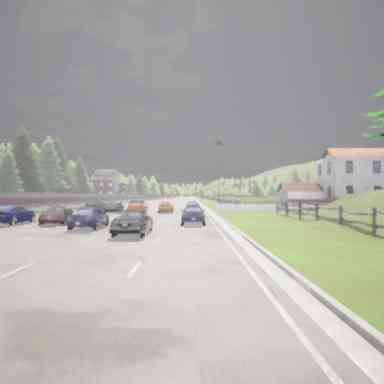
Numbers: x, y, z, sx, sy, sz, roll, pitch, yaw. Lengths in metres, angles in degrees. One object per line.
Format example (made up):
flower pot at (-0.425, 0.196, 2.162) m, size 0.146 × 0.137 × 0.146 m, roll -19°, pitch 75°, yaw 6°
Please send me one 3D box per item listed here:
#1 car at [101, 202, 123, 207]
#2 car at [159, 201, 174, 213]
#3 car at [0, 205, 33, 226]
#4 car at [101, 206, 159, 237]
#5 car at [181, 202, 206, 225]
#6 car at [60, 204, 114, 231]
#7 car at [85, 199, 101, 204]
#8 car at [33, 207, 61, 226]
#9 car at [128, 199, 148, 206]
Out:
car at (-10.392, 2.034, 44.824) m, size 1.994 × 1.385 × 4.181 m, roll 0°, pitch -1°, yaw 0°
car at (-3.394, 1.944, 44.474) m, size 1.882 × 1.535 × 5.008 m, roll 0°, pitch 0°, yaw 0°
car at (-13.896, 1.747, 25.670) m, size 1.882 × 1.535 × 5.008 m, roll 0°, pitch -1°, yaw 0°
car at (-3.396, 1.751, 19.313) m, size 2.033 × 1.411 × 5.357 m, roll 0°, pitch -1°, yaw 0°
car at (0.102, 1.802, 26.365) m, size 1.812 × 1.442 × 4.674 m, roll 0°, pitch 0°, yaw 0°
car at (-6.899, 1.761, 22.383) m, size 1.812 × 1.442 × 4.674 m, roll 0°, pitch 0°, yaw 0°
car at (-13.981, 1.855, 48.065) m, size 2.097 × 1.767 × 4.553 m, roll 0°, pitch -1°, yaw 0°
car at (-10.396, 1.840, 26.246) m, size 1.994 × 1.385 × 4.181 m, roll 0°, pitch -1°, yaw 0°
car at (-6.894, 1.799, 42.718) m, size 2.097 × 1.767 × 4.553 m, roll 0°, pitch -1°, yaw 0°
